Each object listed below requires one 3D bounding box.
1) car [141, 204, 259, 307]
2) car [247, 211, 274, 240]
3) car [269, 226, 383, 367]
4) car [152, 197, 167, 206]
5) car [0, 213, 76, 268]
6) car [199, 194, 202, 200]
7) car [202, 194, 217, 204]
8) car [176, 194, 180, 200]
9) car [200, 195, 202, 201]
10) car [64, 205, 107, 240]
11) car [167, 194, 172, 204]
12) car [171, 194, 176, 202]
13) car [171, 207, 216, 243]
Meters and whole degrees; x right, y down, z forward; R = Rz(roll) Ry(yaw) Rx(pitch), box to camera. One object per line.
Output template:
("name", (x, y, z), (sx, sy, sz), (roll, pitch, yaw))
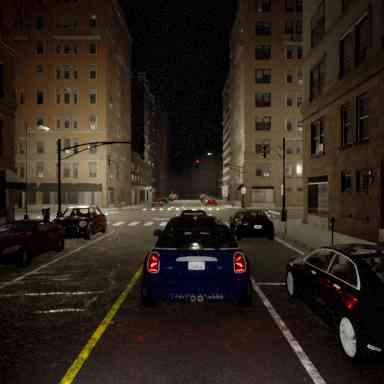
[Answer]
("car", (0.097, 1.352, 8.131), (2.097, 1.767, 4.553), (0, 0, 0))
("car", (2.894, 1.567, 16.644), (1.947, 1.339, 4.313), (0, 0, 0))
("car", (2.867, 1.551, 5.641), (2.008, 1.369, 4.403), (0, 0, 0))
("car", (-5.507, 1.618, 53.767), (1.802, 1.307, 4.206), (0, 0, 0))
("car", (-5.645, 1.582, 11.163), (1.802, 1.307, 4.206), (0, 0, 0))
("car", (3.109, 1.524, 75.369), (1.967, 1.590, 4.097), (0, 0, 0))
("car", (3.018, 1.476, 53.734), (1.967, 1.590, 4.097), (0, 0, 0))
("car", (-5.347, 1.457, 91.627), (2.192, 1.841, 5.009), (0, 0, 0))
("car", (3.065, 1.607, 64.551), (2.008, 1.369, 4.403), (0, 0, 0))
("car", (-5.631, 1.441, 16.665), (1.967, 1.590, 4.097), (0, 0, 0))
("car", (-5.460, 1.607, 64.584), (2.008, 1.369, 4.403), (0, 0, 0))
("car", (-5.393, 1.626, 80.640), (1.752, 1.417, 4.829), (0, 0, 0))
("car", (0.084, 1.565, 16.714), (1.994, 1.385, 4.181), (0, 0, 0))
